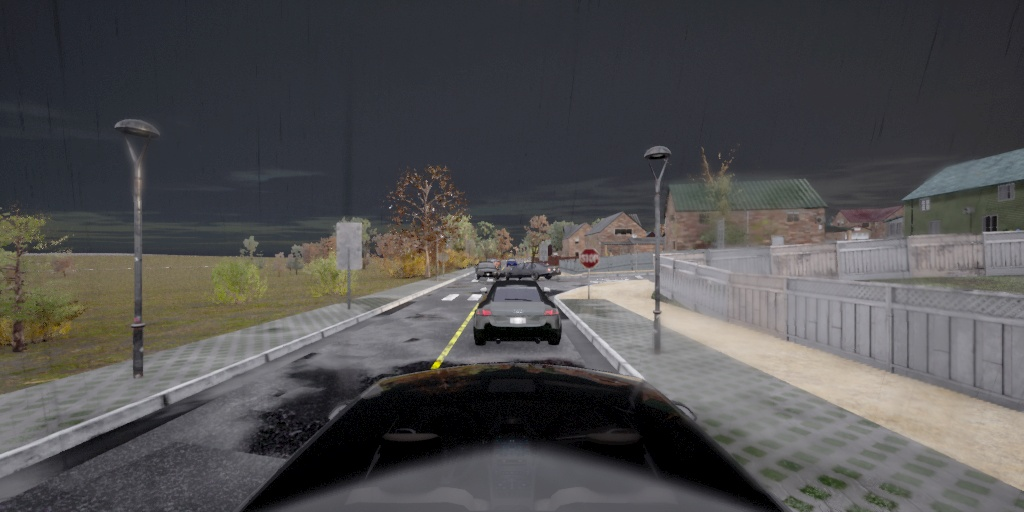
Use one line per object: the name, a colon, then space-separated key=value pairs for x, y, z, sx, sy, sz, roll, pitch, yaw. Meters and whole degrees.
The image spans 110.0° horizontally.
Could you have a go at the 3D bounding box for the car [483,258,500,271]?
car: x=-2.881 y=1.120 z=51.209 sx=2.097 sy=1.767 sz=4.553 roll=0 pitch=0 yaw=1

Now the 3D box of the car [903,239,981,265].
car: x=23.875 y=-0.208 z=20.452 sx=4.902 sy=1.511 sz=2.128 roll=-3 pitch=0 yaw=14

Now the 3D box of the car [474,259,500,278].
car: x=-2.271 y=1.257 z=31.391 sx=1.837 sy=1.490 sz=4.892 roll=0 pitch=0 yaw=-8

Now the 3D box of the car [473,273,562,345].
car: x=0.097 y=1.313 z=9.467 sx=1.994 sy=1.385 sz=4.181 roll=0 pitch=0 yaw=-1

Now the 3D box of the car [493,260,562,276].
car: x=1.318 y=1.197 z=28.482 sx=5.357 sy=1.411 sz=2.033 roll=-4 pitch=-3 yaw=43

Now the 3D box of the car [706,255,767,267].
car: x=14.373 y=0.413 z=22.867 sx=4.181 sy=1.385 sz=1.994 roll=-3 pitch=0 yaw=16
